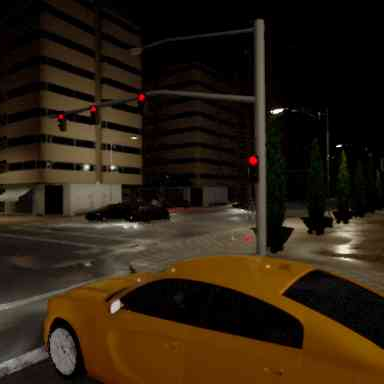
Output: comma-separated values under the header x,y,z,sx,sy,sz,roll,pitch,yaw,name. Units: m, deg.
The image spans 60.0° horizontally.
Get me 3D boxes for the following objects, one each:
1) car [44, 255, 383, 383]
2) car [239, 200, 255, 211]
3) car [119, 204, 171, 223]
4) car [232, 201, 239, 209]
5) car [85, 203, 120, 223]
x,y,z,sx,sy,sz,roll,pitch,yaw,name
0.284,1.500,3.823,5.008,1.535,1.882,-1,-1,36,car
9.041,1.778,46.350,2.128,1.511,4.902,-1,0,35,car
-3.701,1.849,28.230,1.994,1.385,4.181,-1,0,35,car
8.091,1.876,51.059,2.033,1.411,5.357,-1,-1,36,car
-7.080,1.806,29.509,1.882,1.535,5.008,-1,0,35,car
